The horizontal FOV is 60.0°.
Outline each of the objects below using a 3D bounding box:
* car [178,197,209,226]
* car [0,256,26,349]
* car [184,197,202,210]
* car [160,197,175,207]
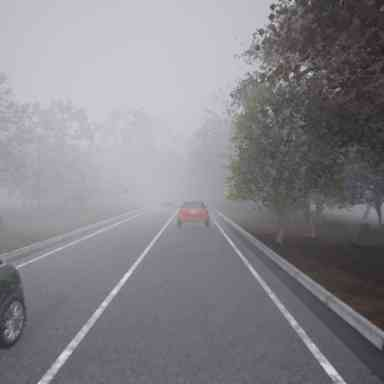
[{"bbox_3d":[0.096,1.353,23.794,2.097,1.767,4.553,0,0,0],"label":"car"},{"bbox_3d":[-3.601,1.356,3.213,2.097,1.767,4.553,0,0,0],"label":"car"},{"bbox_3d":[0.092,1.420,42.130,2.128,1.511,4.902,0,0,0],"label":"car"},{"bbox_3d":[-3.509,1.455,48.647,2.033,1.411,5.357,0,0,0],"label":"car"}]
